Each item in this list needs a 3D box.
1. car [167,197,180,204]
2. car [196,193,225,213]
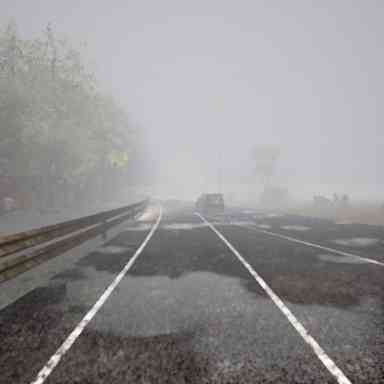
[{"bbox_3d":[-3.643,1.578,63.008,1.895,1.301,4.718,0,0,-12],"label":"car"},{"bbox_3d":[1.931,1.177,36.639,2.150,2.045,5.566,0,0,-12],"label":"car"}]
